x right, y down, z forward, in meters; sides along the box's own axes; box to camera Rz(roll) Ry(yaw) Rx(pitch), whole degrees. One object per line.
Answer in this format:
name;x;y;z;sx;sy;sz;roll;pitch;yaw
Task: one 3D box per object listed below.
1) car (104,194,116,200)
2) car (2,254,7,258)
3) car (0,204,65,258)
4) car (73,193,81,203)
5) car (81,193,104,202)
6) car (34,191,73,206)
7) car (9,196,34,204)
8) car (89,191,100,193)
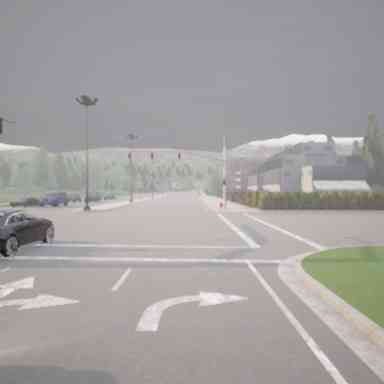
car;-18.479;1.124;74.512;2.033;1.411;5.357;0;0;0
car;-3.413;1.538;1.573;2.033;1.411;5.357;0;0;0
car;-6.910;1.421;12.516;2.128;1.511;4.902;0;0;0
car;-22.046;1.009;61.436;2.097;1.767;4.553;0;0;0
car;-18.540;1.254;62.208;1.895;1.301;4.718;0;0;0
car;-18.605;0.966;45.051;2.150;2.045;5.566;0;1;1
car;-22.077;1.298;44.377;2.033;1.411;5.357;0;0;3
car;-21.981;0.811;74.156;2.150;2.045;5.566;0;0;0
